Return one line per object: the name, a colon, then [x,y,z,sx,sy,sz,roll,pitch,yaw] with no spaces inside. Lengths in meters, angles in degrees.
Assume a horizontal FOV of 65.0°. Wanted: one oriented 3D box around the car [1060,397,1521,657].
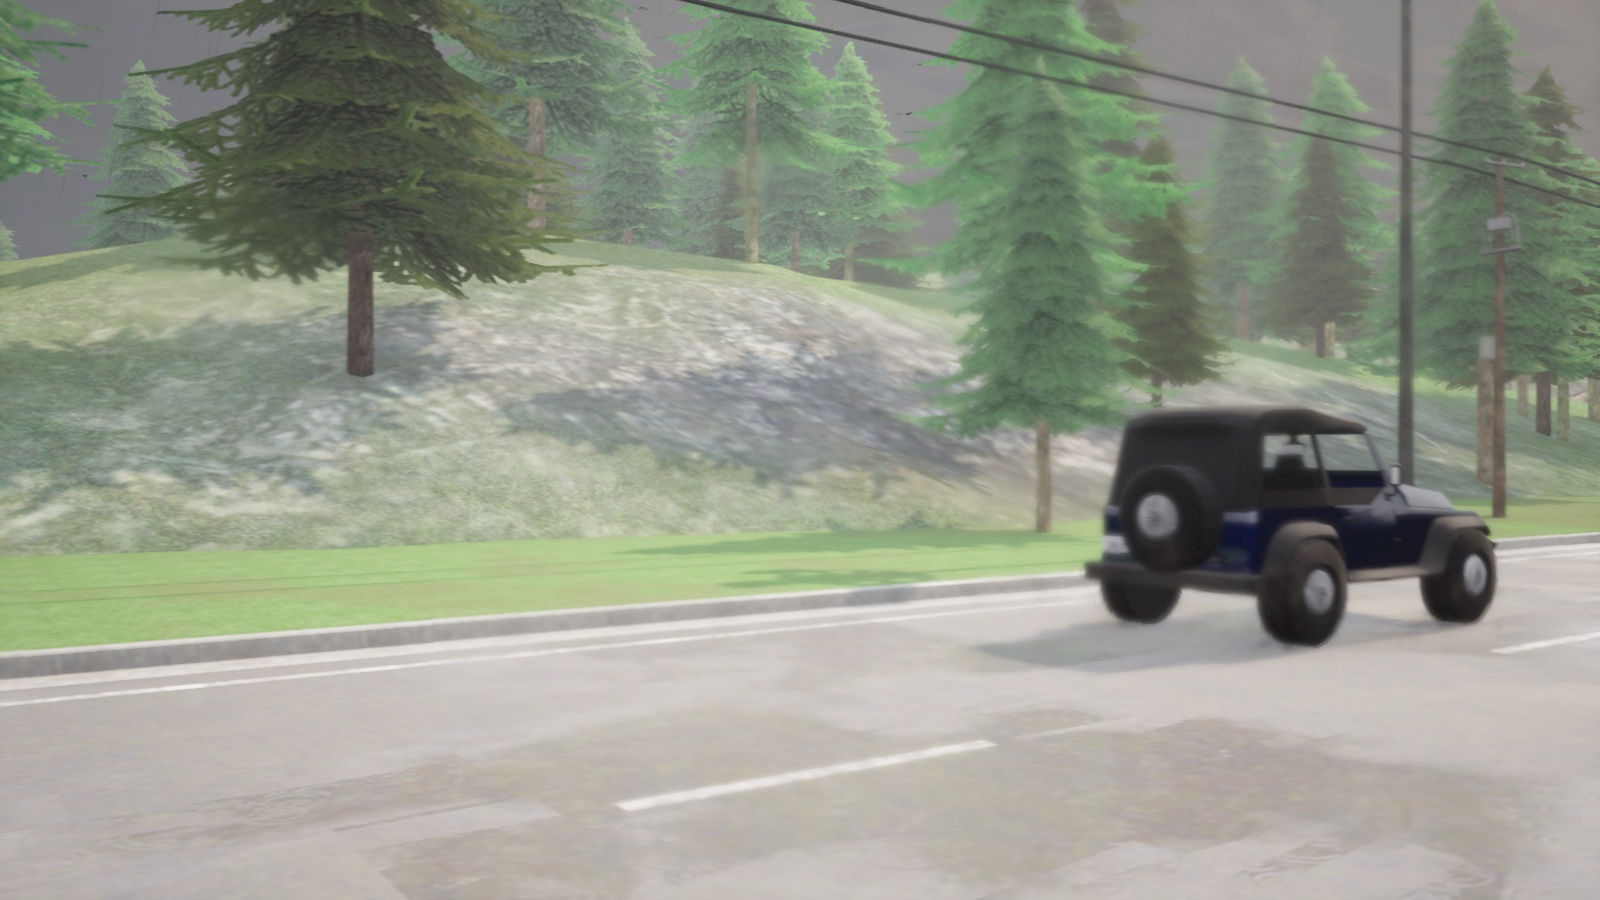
car: [4.331,0.558,10.939,3.866,1.878,1.905,0,0,-35]
